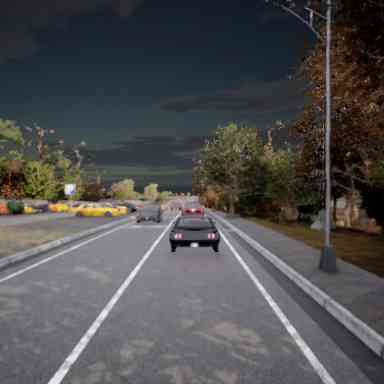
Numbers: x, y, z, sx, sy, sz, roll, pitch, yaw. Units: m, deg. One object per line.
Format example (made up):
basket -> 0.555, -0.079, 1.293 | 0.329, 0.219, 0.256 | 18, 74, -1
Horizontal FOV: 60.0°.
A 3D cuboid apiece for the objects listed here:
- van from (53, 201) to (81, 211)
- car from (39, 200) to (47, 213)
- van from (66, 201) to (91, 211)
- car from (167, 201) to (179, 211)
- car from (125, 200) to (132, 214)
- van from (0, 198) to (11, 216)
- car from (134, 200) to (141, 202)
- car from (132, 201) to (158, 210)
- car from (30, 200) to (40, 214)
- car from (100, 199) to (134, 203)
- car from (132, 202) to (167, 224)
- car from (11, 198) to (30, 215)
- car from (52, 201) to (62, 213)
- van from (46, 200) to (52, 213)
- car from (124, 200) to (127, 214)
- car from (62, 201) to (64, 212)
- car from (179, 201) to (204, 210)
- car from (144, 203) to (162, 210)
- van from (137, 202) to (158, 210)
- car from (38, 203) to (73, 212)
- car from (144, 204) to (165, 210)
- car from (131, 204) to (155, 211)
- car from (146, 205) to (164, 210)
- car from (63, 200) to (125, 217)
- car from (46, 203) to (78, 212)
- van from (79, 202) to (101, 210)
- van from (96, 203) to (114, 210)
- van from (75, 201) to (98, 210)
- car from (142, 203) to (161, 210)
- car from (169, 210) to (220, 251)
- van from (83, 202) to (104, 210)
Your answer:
van -> -23.523, 2.657, 62.745 | 4.442, 1.987, 1.878 | 0, -2, 0
car -> -23.407, 2.264, 46.126 | 4.892, 1.521, 2.231 | 0, -2, 0
van -> -23.286, 2.864, 68.281 | 4.442, 1.987, 1.878 | 0, -2, 0
car -> -3.260, 2.878, 67.481 | 2.150, 2.045, 5.566 | 0, -2, 0
car -> -10.342, 2.058, 40.366 | 5.008, 1.535, 2.097 | 0, -2, 0
van -> -23.534, 1.747, 37.711 | 4.442, 1.987, 1.878 | 0, -2, 0
car -> -10.305, 2.004, 45.920 | 5.566, 2.045, 2.435 | 0, -2, 0
car -> -10.349, 3.054, 73.646 | 5.566, 2.045, 2.435 | 0, -3, 0
car -> -23.229, 2.158, 43.361 | 5.366, 1.575, 1.946 | 0, -2, 0
car -> -10.366, 2.029, 43.146 | 4.553, 1.767, 2.185 | 0, -2, 0
car -> -3.349, 1.758, 27.113 | 1.837, 1.490, 4.892 | 0, -1, 0
car -> -23.443, 1.813, 40.603 | 5.566, 2.045, 2.435 | 0, -2, 0
car -> -23.379, 2.344, 51.668 | 4.553, 1.767, 2.185 | 0, -2, 0
van -> -23.529, 2.140, 48.904 | 4.442, 1.987, 1.878 | 0, -2, 0
car -> -10.343, 1.972, 37.595 | 4.892, 1.521, 2.231 | 0, -2, 0
car -> -23.404, 2.568, 54.307 | 5.008, 1.535, 2.097 | 0, -2, 0
car -> 0.097, 1.705, 31.594 | 2.097, 1.767, 4.553 | 0, -1, 0
car -> -10.283, 3.921, 87.501 | 4.553, 1.767, 2.185 | 0, -3, 0
van -> -10.203, 3.228, 76.417 | 4.442, 1.987, 1.878 | 0, -3, 0
car -> -23.403, 2.676, 57.201 | 5.008, 1.535, 2.097 | 0, -2, 0
car -> -10.128, 4.191, 90.267 | 5.366, 1.575, 1.946 | 0, -3, 0
car -> -10.351, 3.217, 70.884 | 4.792, 1.488, 2.163 | 0, -3, 0
car -> -10.306, 4.343, 93.039 | 4.892, 1.521, 2.231 | 0, -3, 0
car -> -10.153, 1.888, 34.828 | 5.366, 1.575, 1.946 | 0, -2, 0
car -> -23.401, 2.780, 59.969 | 4.892, 1.521, 2.231 | 0, -2, 0
van -> -23.516, 3.235, 76.567 | 4.442, 1.987, 1.878 | 0, -3, 0
van -> -23.510, 3.967, 90.274 | 4.442, 1.987, 1.878 | 0, -3, 0
van -> -23.284, 3.080, 73.668 | 4.442, 1.987, 1.878 | 0, -3, 0
car -> -10.285, 3.772, 84.729 | 4.553, 1.767, 2.185 | 0, -3, 0
car -> 0.098, 1.661, 14.330 | 1.895, 1.301, 4.718 | 0, -1, 0
van -> -23.515, 3.376, 79.209 | 4.442, 1.987, 1.878 | 0, -3, 0
